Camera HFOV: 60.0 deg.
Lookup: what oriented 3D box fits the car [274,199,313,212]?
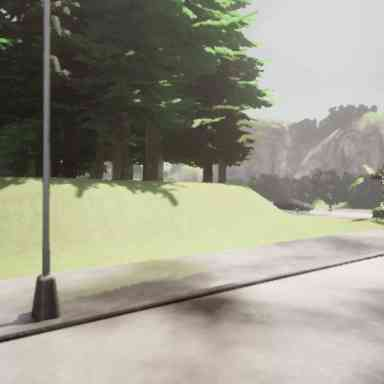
[{"bbox_3d":[11.942,1.604,39.380,1.837,1.490,4.892,0,0,-35],"label":"car"}]
